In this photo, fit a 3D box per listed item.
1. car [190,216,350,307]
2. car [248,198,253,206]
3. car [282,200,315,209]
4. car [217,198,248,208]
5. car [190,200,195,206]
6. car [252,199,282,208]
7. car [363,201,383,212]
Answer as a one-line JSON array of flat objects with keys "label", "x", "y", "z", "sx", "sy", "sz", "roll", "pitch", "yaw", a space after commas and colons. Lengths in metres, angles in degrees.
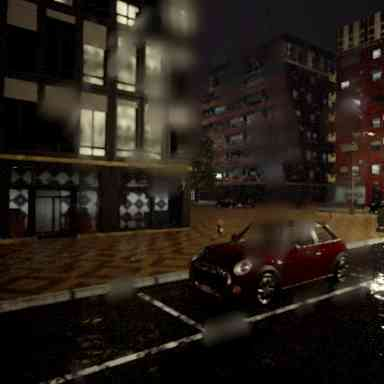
[{"label": "car", "x": 1.915, "y": 1.436, "z": 7.913, "sx": 4.097, "sy": 1.590, "sz": 1.967, "roll": 0, "pitch": 1, "yaw": -36}, {"label": "car", "x": 8.905, "y": 1.686, "z": 56.795, "sx": 1.967, "sy": 1.590, "sz": 4.097, "roll": 1, "pitch": -1, "yaw": -35}, {"label": "car", "x": 15.456, "y": 1.767, "z": 47.537, "sx": 1.802, "sy": 1.307, "sz": 4.206, "roll": 1, "pitch": -1, "yaw": -35}, {"label": "car", "x": 5.337, "y": 1.646, "z": 47.329, "sx": 2.008, "sy": 1.369, "sz": 4.403, "roll": 1, "pitch": -1, "yaw": -35}, {"label": "car", "x": -1.215, "y": 1.701, "z": 56.586, "sx": 1.887, "sy": 1.381, "sz": 4.507, "roll": 1, "pitch": -1, "yaw": -35}, {"label": "car", "x": 12.181, "y": 1.760, "z": 52.166, "sx": 1.887, "sy": 1.381, "sz": 4.507, "roll": 1, "pitch": -1, "yaw": -35}, {"label": "car", "x": 22.009, "y": 1.691, "z": 38.280, "sx": 1.947, "sy": 1.339, "sz": 4.313, "roll": 1, "pitch": -1, "yaw": -35}]
